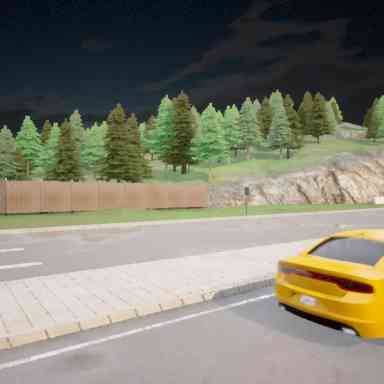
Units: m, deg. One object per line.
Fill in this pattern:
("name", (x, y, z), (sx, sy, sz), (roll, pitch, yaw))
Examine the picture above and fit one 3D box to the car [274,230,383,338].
("car", (3.749, 1.477, 6.416), (5.008, 1.535, 1.882), (0, 0, -35))
